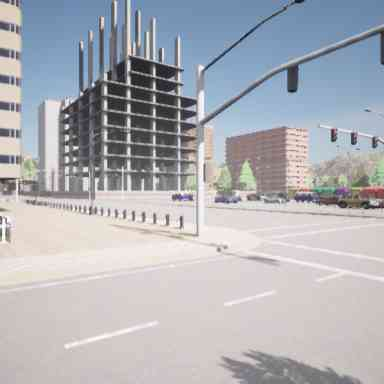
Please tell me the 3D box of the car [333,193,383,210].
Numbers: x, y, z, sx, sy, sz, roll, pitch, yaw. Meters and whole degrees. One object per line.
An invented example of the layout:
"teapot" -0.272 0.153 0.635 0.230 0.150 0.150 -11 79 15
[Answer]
"car" 19.990 1.112 40.196 1.932 1.855 4.605 0 0 -36

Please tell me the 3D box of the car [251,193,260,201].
"car" 12.746 1.321 74.954 1.784 1.438 3.905 0 0 -36

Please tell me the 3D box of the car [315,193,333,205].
"car" 28.161 1.113 67.504 1.932 1.855 4.605 0 0 -36

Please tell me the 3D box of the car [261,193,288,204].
"car" 14.450 1.353 57.628 1.970 1.475 3.806 0 0 -36

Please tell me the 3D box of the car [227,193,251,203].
"car" 10.387 1.352 73.275 1.970 1.475 3.806 0 0 -36

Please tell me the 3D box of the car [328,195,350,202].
"car" 30.557 1.324 69.132 1.784 1.438 3.905 0 0 -36
